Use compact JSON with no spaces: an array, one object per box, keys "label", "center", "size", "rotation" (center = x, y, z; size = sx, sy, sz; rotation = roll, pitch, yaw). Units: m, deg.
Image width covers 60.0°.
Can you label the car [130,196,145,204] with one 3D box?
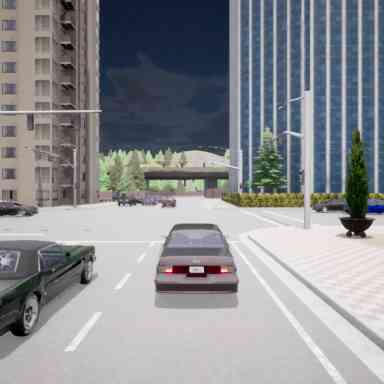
[{"label":"car","center":[-10.394,1.547,64.101],"size":[2.033,1.411,5.357],"rotation":[0,0,1]}]

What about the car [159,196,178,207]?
[{"label":"car","center":[-3.361,1.525,49.888],"size":[1.812,1.442,4.674],"rotation":[0,0,2]}]

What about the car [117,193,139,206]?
[{"label":"car","center":[-10.466,1.221,53.861],"size":[2.150,2.045,5.566],"rotation":[0,0,0]}]

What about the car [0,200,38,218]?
[{"label":"car","center":[-16.297,1.506,29.485],"size":[4.892,1.490,1.837],"rotation":[0,0,-8]}]

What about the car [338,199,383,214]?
[{"label":"car","center":[17.628,1.478,33.014],"size":[5.008,1.535,1.882],"rotation":[0,0,0]}]

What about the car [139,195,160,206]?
[{"label":"car","center":[-6.959,1.352,54.827],"size":[2.097,1.767,4.553],"rotation":[0,0,0]}]

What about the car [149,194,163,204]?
[{"label":"car","center":[-6.899,1.352,63.716],"size":[2.097,1.767,4.553],"rotation":[0,0,1]}]

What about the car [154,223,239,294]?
[{"label":"car","center":[0.096,1.547,8.943],"size":[2.033,1.411,5.357],"rotation":[0,0,0]}]

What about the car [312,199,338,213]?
[{"label":"car","center":[15.677,1.505,36.499],"size":[4.892,1.490,1.837],"rotation":[0,0,0]}]

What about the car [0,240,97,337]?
[{"label":"car","center":[-3.423,1.601,6.606],"size":[1.895,1.301,4.718],"rotation":[0,0,1]}]
